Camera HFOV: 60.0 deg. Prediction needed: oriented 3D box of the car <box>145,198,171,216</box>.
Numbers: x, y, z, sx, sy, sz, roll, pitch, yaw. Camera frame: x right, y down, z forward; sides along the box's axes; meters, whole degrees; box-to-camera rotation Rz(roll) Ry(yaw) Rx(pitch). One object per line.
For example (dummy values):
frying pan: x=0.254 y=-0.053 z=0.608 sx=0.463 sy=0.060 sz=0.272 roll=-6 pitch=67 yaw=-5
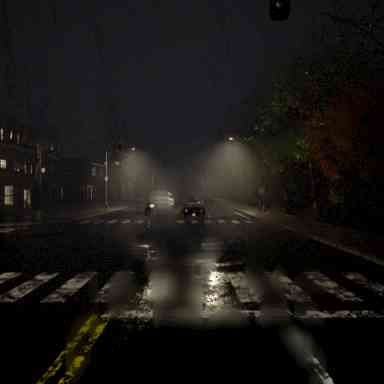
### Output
car: x=-3.415 y=1.563 z=32.735 sx=1.994 sy=1.385 sz=4.181 roll=0 pitch=0 yaw=0

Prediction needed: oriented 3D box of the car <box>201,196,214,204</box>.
car: x=3.205 y=1.594 z=63.231 sx=1.895 sy=1.301 sz=4.718 roll=0 pitch=0 yaw=0

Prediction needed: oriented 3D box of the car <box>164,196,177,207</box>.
car: x=-3.450 y=1.500 z=53.605 sx=1.837 sy=1.490 sz=4.892 roll=0 pitch=0 yaw=0

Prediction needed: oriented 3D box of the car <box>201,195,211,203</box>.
car: x=3.080 y=1.515 z=73.236 sx=2.128 sy=1.511 sz=4.902 roll=0 pitch=0 yaw=0

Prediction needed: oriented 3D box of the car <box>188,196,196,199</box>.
car: x=-0.043 y=1.541 z=62.700 sx=2.033 sy=1.411 sz=5.357 roll=0 pitch=0 yaw=0

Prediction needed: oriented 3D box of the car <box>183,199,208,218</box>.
car: x=0.143 y=1.600 z=30.233 sx=1.895 sy=1.301 sz=4.718 roll=0 pitch=0 yaw=-1

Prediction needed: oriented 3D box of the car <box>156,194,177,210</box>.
car: x=-3.432 y=1.219 z=43.137 sx=2.150 sy=2.045 sz=5.566 roll=0 pitch=0 yaw=0
